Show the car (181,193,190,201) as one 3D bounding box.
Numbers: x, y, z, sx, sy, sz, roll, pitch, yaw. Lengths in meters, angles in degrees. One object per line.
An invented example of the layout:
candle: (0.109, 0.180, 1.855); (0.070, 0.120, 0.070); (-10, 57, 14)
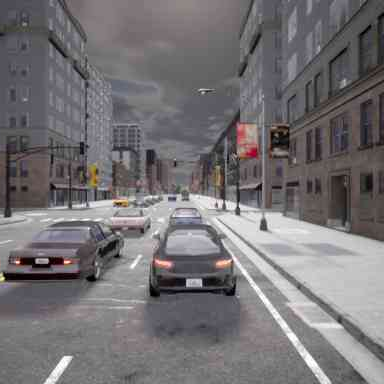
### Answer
car: (-1.585, 1.614, 80.856); (1.895, 1.301, 4.718); (0, 0, -1)

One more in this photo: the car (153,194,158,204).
car: (-7.733, 1.512, 59.435); (2.128, 1.511, 4.902); (0, 0, -1)

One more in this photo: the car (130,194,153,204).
car: (-7.564, 1.509, 50.082); (2.128, 1.511, 4.902); (0, 0, -1)

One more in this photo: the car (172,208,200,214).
car: (-0.329, 1.551, 18.075); (2.033, 1.411, 5.357); (0, 0, -1)

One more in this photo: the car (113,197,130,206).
car: (-10.846, 1.496, 51.556); (1.882, 1.535, 5.008); (0, 0, -1)

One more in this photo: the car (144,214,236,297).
car: (-0.037, 1.527, 8.488); (1.812, 1.442, 4.674); (0, 0, -2)

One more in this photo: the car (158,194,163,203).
car: (-7.864, 1.547, 69.686); (2.128, 1.511, 4.902); (0, 0, -1)

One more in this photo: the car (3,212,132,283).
car: (-3.311, 1.549, 9.734); (2.033, 1.411, 5.357); (0, 0, -1)

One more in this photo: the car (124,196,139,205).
car: (-10.996, 1.547, 60.778); (1.812, 1.442, 4.674); (0, 0, -1)

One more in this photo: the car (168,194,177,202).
car: (-4.826, 1.496, 80.345); (1.882, 1.535, 5.008); (0, 0, -1)

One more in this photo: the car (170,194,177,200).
car: (-5.035, 1.390, 90.763); (1.837, 1.490, 4.892); (0, 0, -1)

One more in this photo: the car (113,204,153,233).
car: (-3.509, 1.605, 19.492); (1.895, 1.301, 4.718); (0, 0, -1)
